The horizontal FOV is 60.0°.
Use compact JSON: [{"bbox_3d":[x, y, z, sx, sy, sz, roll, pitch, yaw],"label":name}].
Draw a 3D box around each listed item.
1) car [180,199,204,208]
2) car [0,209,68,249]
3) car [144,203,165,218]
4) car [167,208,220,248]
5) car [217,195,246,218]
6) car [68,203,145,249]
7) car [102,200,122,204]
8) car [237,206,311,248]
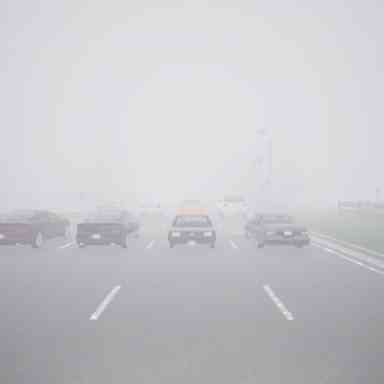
[{"bbox_3d":[0.000,1.364,29.620,2.097,1.767,4.553,0,0,0],"label":"car"},{"bbox_3d":[-7.000,1.483,14.650,1.882,1.535,5.008,0,0,0],"label":"car"},{"bbox_3d":[-3.500,1.615,29.680,1.895,1.301,4.718,0,0,0],"label":"car"},{"bbox_3d":[0.000,1.614,14.680,1.895,1.301,4.718,0,0,0],"label":"car"},{"bbox_3d":[3.500,1.256,29.680,2.150,2.045,5.566,0,0,0],"label":"car"},{"bbox_3d":[-3.500,1.483,14.650,1.882,1.535,5.008,0,0,0],"label":"car"},{"bbox_3d":[-7.000,1.483,29.650,1.882,1.535,5.008,0,0,0],"label":"car"},{"bbox_3d":[3.500,1.561,14.650,2.033,1.411,5.357,0,0,0],"label":"car"}]
